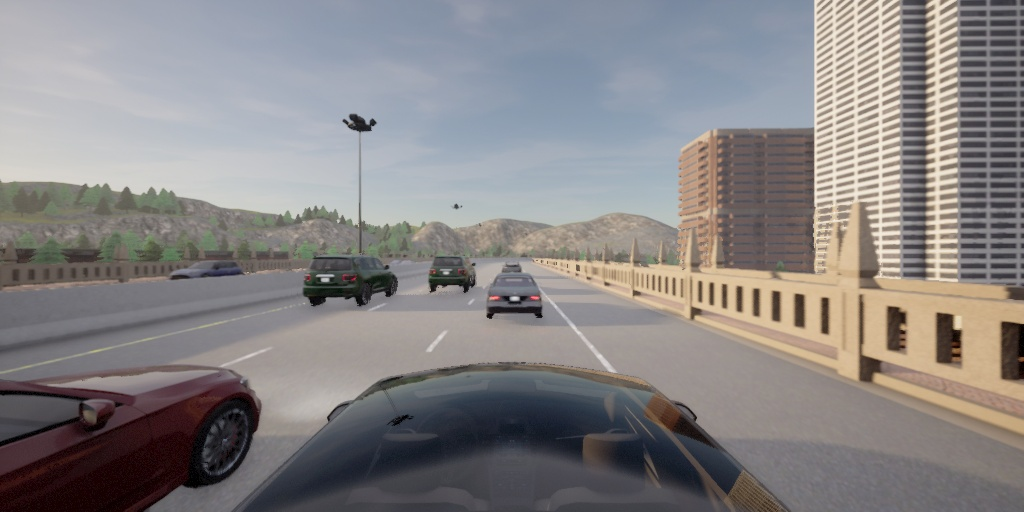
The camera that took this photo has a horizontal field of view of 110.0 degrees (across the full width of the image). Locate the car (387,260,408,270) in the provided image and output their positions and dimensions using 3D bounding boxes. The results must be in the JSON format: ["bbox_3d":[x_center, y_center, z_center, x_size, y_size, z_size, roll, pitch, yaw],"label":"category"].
[{"bbox_3d":[-17.614,1.303,55.245,1.812,1.442,4.674,0,0,0],"label":"car"}]

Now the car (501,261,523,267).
[{"bbox_3d":[0.033,1.249,34.476,2.128,1.511,4.902,0,0,0],"label":"car"}]

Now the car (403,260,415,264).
[{"bbox_3d":[-14.120,1.295,48.363,1.812,1.442,4.674,0,0,0],"label":"car"}]

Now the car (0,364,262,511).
[{"bbox_3d":[-3.431,1.278,1.648,1.812,1.442,4.674,0,0,0],"label":"car"}]

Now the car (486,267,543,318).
[{"bbox_3d":[0.079,1.300,13.034,2.033,1.411,5.357,0,0,0],"label":"car"}]

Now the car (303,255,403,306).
[{"bbox_3d":[-6.927,0.979,15.977,2.150,2.045,5.566,0,0,0],"label":"car"}]

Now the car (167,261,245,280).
[{"bbox_3d":[-21.133,1.121,24.993,2.097,1.767,4.553,0,0,0],"label":"car"}]

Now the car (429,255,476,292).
[{"bbox_3d":[-3.439,0.978,21.434,2.150,2.045,5.566,0,0,0],"label":"car"}]
